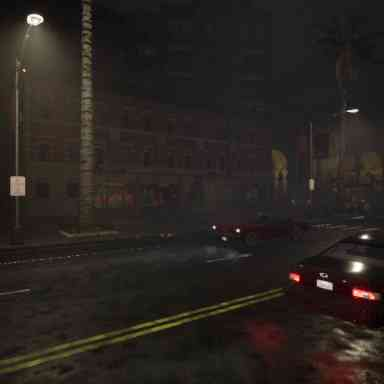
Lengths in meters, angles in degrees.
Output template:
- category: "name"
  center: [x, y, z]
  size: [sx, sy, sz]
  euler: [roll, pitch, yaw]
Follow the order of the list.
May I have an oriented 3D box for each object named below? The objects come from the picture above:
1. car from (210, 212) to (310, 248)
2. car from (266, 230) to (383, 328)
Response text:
- category: "car"
  center: [3.116, 1.601, 14.934]
  size: [4.718, 1.301, 1.895]
  euler: [0, 0, -36]
- category: "car"
  center: [4.182, 1.547, 6.844]
  size: [5.357, 1.411, 2.033]
  euler: [0, 0, -36]
